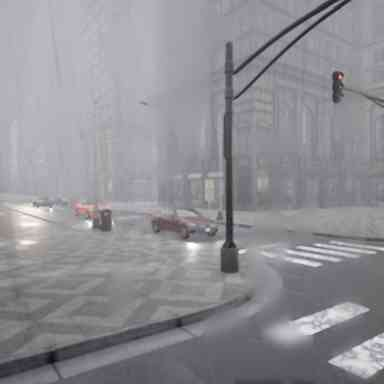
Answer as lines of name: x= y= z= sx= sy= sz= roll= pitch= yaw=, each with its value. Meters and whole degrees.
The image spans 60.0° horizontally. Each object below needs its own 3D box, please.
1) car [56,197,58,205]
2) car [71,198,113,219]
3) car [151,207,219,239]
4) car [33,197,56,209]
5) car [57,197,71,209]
car: x=-21.659 y=1.438 z=52.360 sx=1.812 sy=1.442 sz=4.674 roll=0 pitch=0 yaw=-36
car: x=-8.492 y=1.329 z=28.604 sx=2.097 sy=1.767 sz=4.553 roll=0 pitch=0 yaw=-35
car: x=-0.554 y=1.512 z=17.494 sx=1.812 sy=1.442 sz=4.674 roll=0 pitch=0 yaw=-34
car: x=-20.566 y=1.452 z=45.666 sx=1.837 sy=1.490 sz=4.892 roll=0 pitch=0 yaw=-35
car: x=-16.011 y=1.481 z=44.550 sx=2.033 sy=1.411 sz=5.357 roll=0 pitch=0 yaw=-35
